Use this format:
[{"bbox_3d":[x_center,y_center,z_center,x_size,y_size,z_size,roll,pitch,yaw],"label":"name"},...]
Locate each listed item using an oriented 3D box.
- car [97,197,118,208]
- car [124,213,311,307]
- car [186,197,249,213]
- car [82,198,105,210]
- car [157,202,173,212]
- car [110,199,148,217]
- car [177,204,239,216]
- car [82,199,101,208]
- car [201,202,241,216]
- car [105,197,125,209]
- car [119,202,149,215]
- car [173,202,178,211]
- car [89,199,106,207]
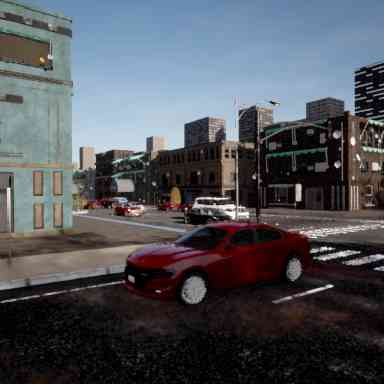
[{"bbox_3d":[-16.180,1.939,63.646,2.192,1.841,5.009,-1,0,-36],"label":"car"},{"bbox_3d":[0.817,1.476,8.151,5.008,1.535,1.882,0,0,-36],"label":"car"},{"bbox_3d":[2.234,1.464,27.966,2.150,2.045,5.566,-1,0,-36],"label":"car"},{"bbox_3d":[-16.344,2.104,54.116,1.882,1.535,5.008,-1,0,-36],"label":"car"},{"bbox_3d":[-3.293,1.965,45.638,1.802,1.307,4.206,-2,0,-36],"label":"car"},{"bbox_3d":[-6.892,1.846,36.259,1.967,1.590,4.097,-1,0,-36],"label":"car"},{"bbox_3d":[1.084,1.814,24.902,1.947,1.339,4.313,-2,0,-36],"label":"car"},{"bbox_3d":[-19.206,2.158,63.449,2.128,1.511,4.902,-1,0,-36],"label":"car"},{"bbox_3d":[3.145,1.809,36.634,2.008,1.369,4.403,-2,0,-36],"label":"car"},{"bbox_3d":[-13.428,2.066,55.370,1.837,1.490,4.892,-1,0,-36],"label":"car"},{"bbox_3d":[-7.276,1.953,41.291,1.812,1.442,4.674,-1,0,-36],"label":"car"},{"bbox_3d":[-0.074,1.903,41.137,1.802,1.307,4.206,-2,0,-36],"label":"car"},{"bbox_3d":[-19.395,2.227,68.148,1.887,1.381,4.507,-1,0,-36],"label":"car"}]
